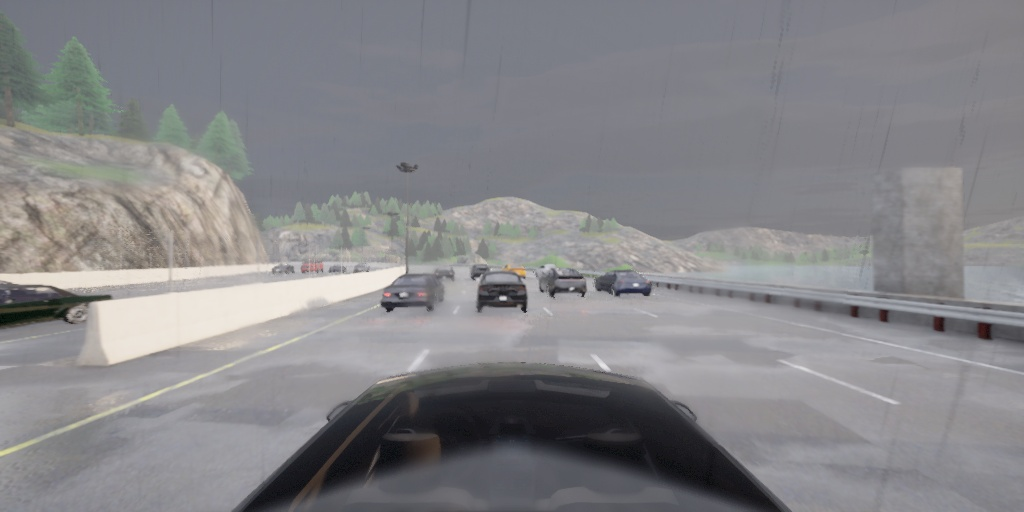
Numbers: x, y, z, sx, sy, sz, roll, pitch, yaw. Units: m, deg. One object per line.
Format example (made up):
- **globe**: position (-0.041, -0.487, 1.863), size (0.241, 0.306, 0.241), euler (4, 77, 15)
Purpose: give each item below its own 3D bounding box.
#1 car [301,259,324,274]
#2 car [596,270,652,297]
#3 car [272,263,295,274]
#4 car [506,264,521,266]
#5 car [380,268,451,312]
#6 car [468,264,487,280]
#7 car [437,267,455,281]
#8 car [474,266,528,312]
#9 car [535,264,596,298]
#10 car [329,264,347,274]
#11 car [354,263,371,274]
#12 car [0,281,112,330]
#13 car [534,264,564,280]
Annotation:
- **car**: position (-29.060, 1.515, 52.425), size (2.150, 2.045, 5.566), euler (0, 0, -17)
- **car**: position (6.091, 1.455, 20.170), size (1.994, 1.385, 4.181), euler (0, 0, -5)
- **car**: position (-32.174, 1.787, 50.557), size (2.128, 1.511, 4.902), euler (0, 0, -17)
- **car**: position (0.097, 1.542, 37.329), size (1.882, 1.535, 5.008), euler (0, -1, -11)
- **car**: position (-3.959, 1.430, 15.044), size (2.033, 1.411, 5.357), euler (0, 0, -4)
- **car**: position (-3.229, 1.570, 36.127), size (1.837, 1.490, 4.892), euler (0, -1, -11)
- **car**: position (-6.436, 1.662, 34.352), size (1.895, 1.301, 4.718), euler (0, -1, -10)
- **car**: position (-0.475, 1.346, 14.952), size (1.882, 1.535, 5.008), euler (0, -1, -4)
- **car**: position (2.644, 1.390, 19.548), size (2.128, 1.511, 4.902), euler (0, 0, -5)
- **car**: position (-25.494, 1.854, 52.632), size (1.994, 1.385, 4.181), euler (0, 0, -17)
- **car**: position (-21.725, 1.765, 52.213), size (2.128, 1.511, 4.902), euler (0, -1, -16)
- **car**: position (-14.343, 1.474, 9.816), size (1.895, 1.301, 4.718), euler (0, -1, -3)
- **car**: position (3.715, 1.574, 36.959), size (1.812, 1.442, 4.674), euler (0, -1, -11)
